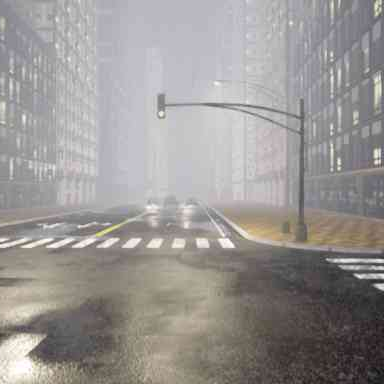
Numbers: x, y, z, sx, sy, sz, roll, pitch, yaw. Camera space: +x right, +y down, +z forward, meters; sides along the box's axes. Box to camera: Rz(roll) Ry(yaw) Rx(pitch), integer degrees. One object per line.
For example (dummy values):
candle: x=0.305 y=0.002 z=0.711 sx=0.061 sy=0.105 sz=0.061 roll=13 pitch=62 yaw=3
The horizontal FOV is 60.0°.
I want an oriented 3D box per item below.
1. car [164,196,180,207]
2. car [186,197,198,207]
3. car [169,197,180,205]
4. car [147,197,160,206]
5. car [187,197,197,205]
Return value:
car: x=-3.252 y=1.380 z=52.611 sx=2.097 sy=1.767 sz=4.553 roll=0 pitch=0 yaw=0
car: x=-0.001 y=1.630 z=53.087 sx=1.895 sy=1.301 sz=4.718 roll=0 pitch=0 yaw=0
car: x=-3.252 y=1.654 z=62.672 sx=1.895 sy=1.301 sz=4.718 roll=0 pitch=0 yaw=0
car: x=-6.502 y=1.530 z=56.809 sx=2.128 sy=1.511 sz=4.902 roll=0 pitch=0 yaw=0
car: x=-0.002 y=1.618 z=63.059 sx=1.994 sy=1.385 sz=4.181 roll=0 pitch=0 yaw=0
